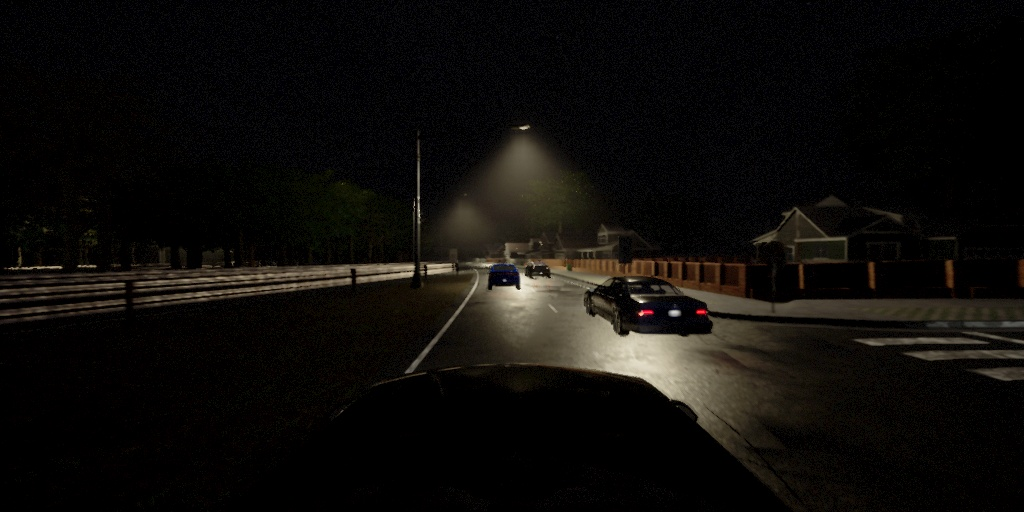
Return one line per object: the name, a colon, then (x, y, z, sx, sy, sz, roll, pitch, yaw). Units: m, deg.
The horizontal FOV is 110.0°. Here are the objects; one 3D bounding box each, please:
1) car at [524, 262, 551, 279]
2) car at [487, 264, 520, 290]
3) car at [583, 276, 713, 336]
car: (2.257, 1.247, 32.596, 2.128, 1.511, 4.902, 0, 0, -5)
car: (-0.556, 1.224, 22.739, 1.882, 1.535, 5.008, 0, 0, -3)
car: (3.472, 1.287, 10.283, 2.033, 1.411, 5.357, 0, 0, -1)
